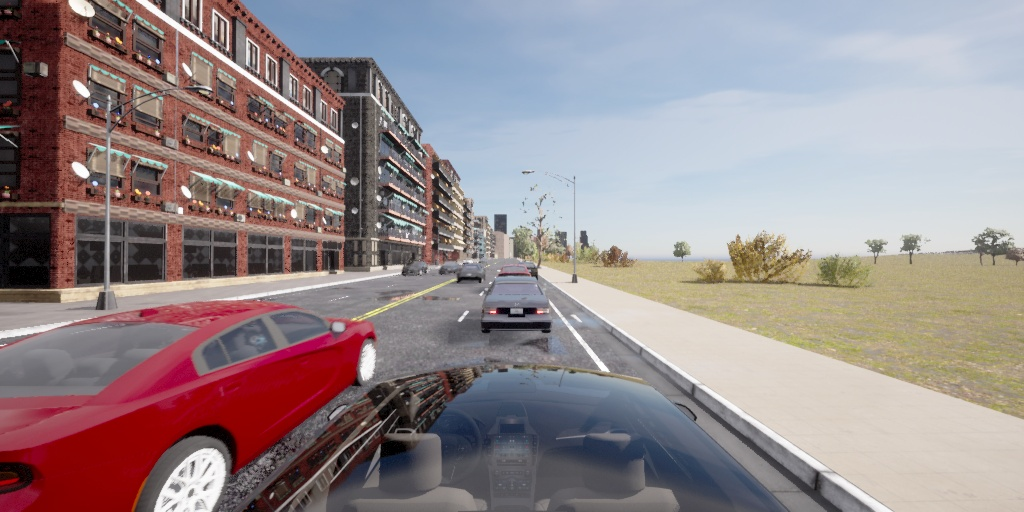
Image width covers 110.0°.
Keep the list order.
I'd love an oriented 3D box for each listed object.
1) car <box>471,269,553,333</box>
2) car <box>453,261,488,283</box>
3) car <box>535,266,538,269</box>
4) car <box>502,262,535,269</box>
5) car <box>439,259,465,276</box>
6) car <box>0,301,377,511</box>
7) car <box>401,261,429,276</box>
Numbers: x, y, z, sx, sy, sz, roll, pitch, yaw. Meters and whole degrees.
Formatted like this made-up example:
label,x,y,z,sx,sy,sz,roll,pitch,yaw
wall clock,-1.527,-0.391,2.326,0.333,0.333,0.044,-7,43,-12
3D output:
label,x,y,z,sx,sy,sz,roll,pitch,yaw
car,0.111,1.299,10.674,2.033,1.411,5.357,0,0,0
car,-3.117,1.318,28.265,1.994,1.385,4.181,0,0,0
car,1.176,1.232,30.652,1.882,1.535,5.008,0,0,0
car,0.128,1.231,21.213,1.882,1.535,5.008,0,0,0
car,-6.537,1.279,38.245,1.812,1.442,4.674,0,0,0
car,-3.149,1.228,3.928,1.882,1.535,5.008,0,0,0
car,-9.804,1.258,36.551,1.837,1.490,4.892,0,0,0
